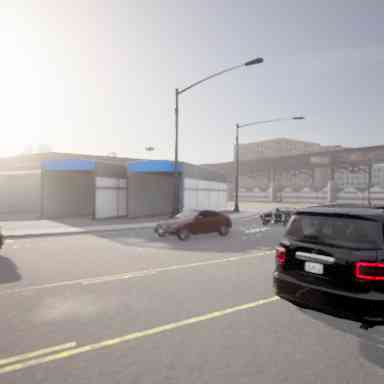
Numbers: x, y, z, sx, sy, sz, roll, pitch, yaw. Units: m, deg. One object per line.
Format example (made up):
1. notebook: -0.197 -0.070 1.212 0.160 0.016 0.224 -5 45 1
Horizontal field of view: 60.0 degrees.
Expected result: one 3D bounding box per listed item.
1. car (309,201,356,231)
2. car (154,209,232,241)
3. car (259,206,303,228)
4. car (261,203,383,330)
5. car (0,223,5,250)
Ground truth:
1. car: 9.792 1.547 22.961 2.097 1.767 4.553 0 0 34
2. car: 0.193 1.620 17.539 4.674 1.442 1.812 1 0 -43
3. car: 6.831 1.787 25.176 1.895 1.301 4.718 0 0 32
4. car: 4.010 1.287 6.775 5.566 2.045 2.150 1 0 -38
5. car: -8.838 1.466 10.620 5.008 1.535 1.882 1 -1 -36
